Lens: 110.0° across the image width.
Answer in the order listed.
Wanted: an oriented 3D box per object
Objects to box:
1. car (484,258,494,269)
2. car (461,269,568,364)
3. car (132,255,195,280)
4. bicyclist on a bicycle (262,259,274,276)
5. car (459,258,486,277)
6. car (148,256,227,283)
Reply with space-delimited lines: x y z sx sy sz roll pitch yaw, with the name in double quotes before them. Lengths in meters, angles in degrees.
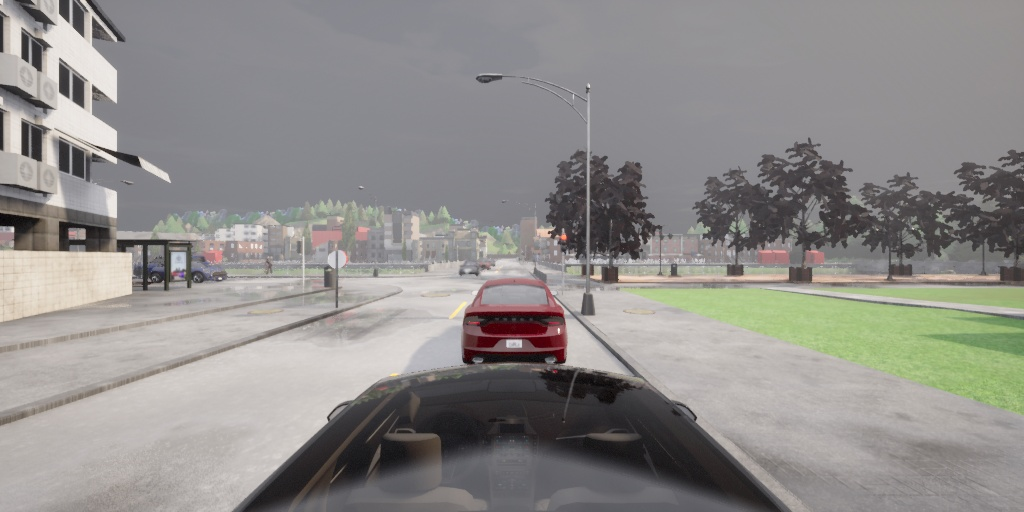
"car" -4.088 1.105 50.330 2.097 1.767 4.553 0 0 0
"car" 0.054 1.228 8.115 1.882 1.535 5.008 0 0 0
"car" -29.481 0.971 31.101 5.566 2.045 2.150 0 0 0
"bicyclist on a bicycle" -24.021 1.099 35.307 0.582 1.620 1.656 0 0 0
"car" -4.095 1.242 35.453 2.128 1.511 4.902 0 0 0
"car" -24.140 1.102 26.911 4.553 1.767 2.097 0 0 0
